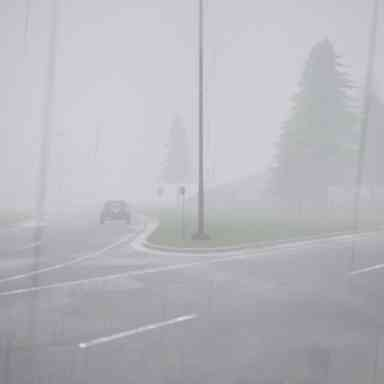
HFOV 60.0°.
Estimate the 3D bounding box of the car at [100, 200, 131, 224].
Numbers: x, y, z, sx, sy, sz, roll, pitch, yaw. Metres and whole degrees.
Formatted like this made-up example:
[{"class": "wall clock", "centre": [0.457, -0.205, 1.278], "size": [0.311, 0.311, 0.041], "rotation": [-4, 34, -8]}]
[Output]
[{"class": "car", "centre": [-5.679, 1.346, 25.064], "size": [2.097, 1.767, 4.553], "rotation": [0, 0, -10]}]
